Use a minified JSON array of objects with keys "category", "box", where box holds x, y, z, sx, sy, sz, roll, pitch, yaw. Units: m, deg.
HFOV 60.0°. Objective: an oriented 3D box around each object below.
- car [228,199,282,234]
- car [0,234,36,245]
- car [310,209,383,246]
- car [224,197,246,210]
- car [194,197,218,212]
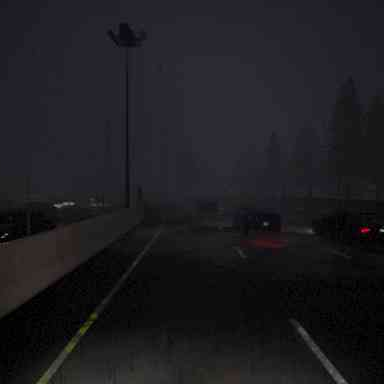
[{"category":"car","box":[3.475,1.388,18.553,1.882,1.535,5.008,0,0,-2]},{"category":"car","box":[-7.136,1.439,13.408,1.837,1.490,4.892,0,0,-1]},{"category":"car","box":[7.078,1.475,14.890,2.033,1.411,5.357,0,0,-1]},{"category":"car","box":[4.994,1.301,36.800,1.882,1.535,5.008,0,0,-10]},{"category":"car","box":[1.435,1.301,36.783,1.882,1.535,5.008,0,0,-10]}]
